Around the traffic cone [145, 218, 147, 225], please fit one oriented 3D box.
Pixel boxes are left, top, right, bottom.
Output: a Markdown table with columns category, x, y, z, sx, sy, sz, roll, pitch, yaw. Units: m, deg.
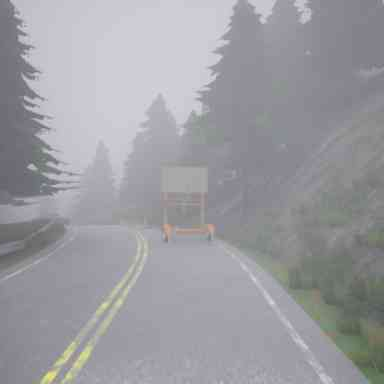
| category | x | y | z | sx | sy | sz | roll | pitch | yaw |
| --- | --- | --- | --- | --- | --- | --- | --- | --- | --- |
| traffic cone | -3.978 | 2.535 | 28.324 | 0.340 | 0.580 | 0.340 | 2 | -5 | -18 |

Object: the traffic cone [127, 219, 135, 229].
| category | x | y | z | sx | sy | sz | roll | pitch | yaw |
| --- | --- | --- | --- | --- | --- | --- | --- | --- | --- |
| traffic cone | -3.956 | 2.127 | 22.011 | 0.340 | 0.580 | 0.340 | 2 | -3 | -19 |

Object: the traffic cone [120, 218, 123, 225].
| category | x | y | z | sx | sy | sz | roll | pitch | yaw |
| --- | --- | --- | --- | --- | --- | --- | --- | --- | --- |
| traffic cone | -5.233 | 2.344 | 25.800 | 0.340 | 0.580 | 0.340 | 2 | -4 | -19 |

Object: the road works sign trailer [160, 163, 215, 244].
| category | x | y | z | sx | sy | sz | roll | pitch | yaw |
| --- | --- | --- | --- | --- | --- | --- | --- | --- | --- |
| road works sign trailer | -0.410 | 0.482 | 15.821 | 2.380 | 3.560 | 2.880 | 1 | -1 | -18 |

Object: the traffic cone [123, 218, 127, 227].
| category | x | y | z | sx | sy | sz | roll | pitch | yaw |
| --- | --- | --- | --- | --- | --- | --- | --- | --- | --- |
| traffic cone | -4.594 | 2.224 | 23.906 | 0.340 | 0.580 | 0.340 | 2 | -4 | -19 |

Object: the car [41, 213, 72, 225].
| category | x | y | z | sx | sy | sz | roll | pitch | yaw |
| --- | --- | --- | --- | --- | --- | --- | --- | --- | --- |
| car | -13.889 | 2.800 | 33.283 | 1.895 | 1.301 | 4.718 | 5 | -9 | -45 |
